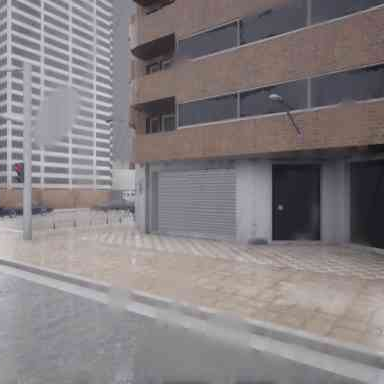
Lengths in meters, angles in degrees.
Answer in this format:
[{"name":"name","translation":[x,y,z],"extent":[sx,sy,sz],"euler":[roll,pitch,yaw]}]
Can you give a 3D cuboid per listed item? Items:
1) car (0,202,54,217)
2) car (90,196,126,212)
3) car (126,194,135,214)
[{"name":"car","translation":[-15.533,1.601,30.932],"extent":[1.895,1.301,4.718],"euler":[0,0,36]},{"name":"car","translation":[-9.383,1.547,39.393],"extent":[2.033,1.411,5.357],"euler":[0,0,36]},{"name":"car","translation":[-4.168,1.353,34.335],"extent":[2.097,1.767,4.553],"euler":[0,0,36]}]
